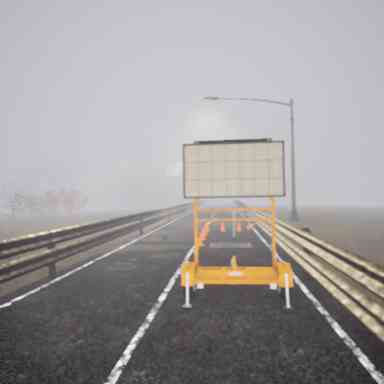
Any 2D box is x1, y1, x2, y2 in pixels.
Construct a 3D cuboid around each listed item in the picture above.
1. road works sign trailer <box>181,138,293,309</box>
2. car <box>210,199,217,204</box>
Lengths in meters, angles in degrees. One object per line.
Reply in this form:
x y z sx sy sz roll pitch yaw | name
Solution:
1.012 0.542 8.053 2.380 3.560 2.880 -1 -1 6 | road works sign trailer
5.695 2.454 87.127 1.812 1.442 4.674 -1 -1 6 | car
